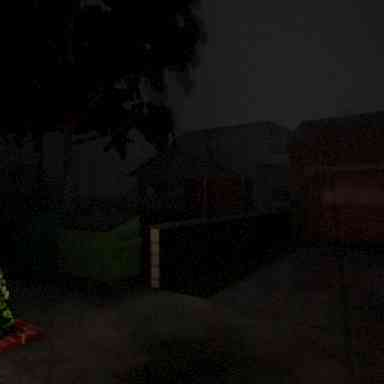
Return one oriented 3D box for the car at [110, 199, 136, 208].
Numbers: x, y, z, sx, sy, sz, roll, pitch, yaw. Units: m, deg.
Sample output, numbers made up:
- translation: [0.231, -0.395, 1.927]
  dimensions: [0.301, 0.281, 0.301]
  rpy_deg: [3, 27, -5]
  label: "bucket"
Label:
- translation: [-11.686, 1.960, 56.375]
  dimensions: [1.837, 1.490, 4.892]
  rpy_deg: [-1, 0, 36]
  label: "car"
